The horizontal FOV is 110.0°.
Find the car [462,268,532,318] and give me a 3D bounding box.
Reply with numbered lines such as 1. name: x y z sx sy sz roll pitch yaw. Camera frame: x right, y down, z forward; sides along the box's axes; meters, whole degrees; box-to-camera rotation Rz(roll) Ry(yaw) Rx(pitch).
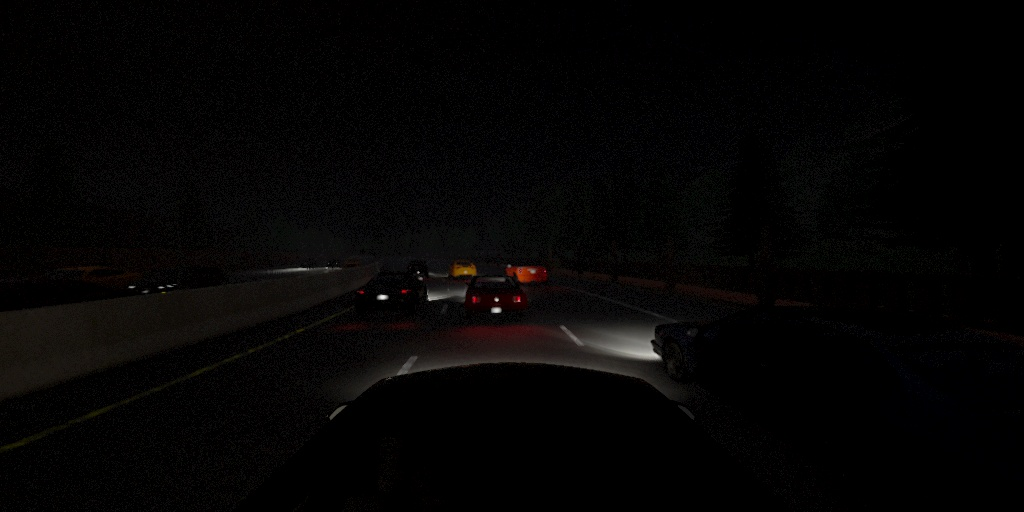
1. car: -0.700 1.293 12.735 1.895 1.301 4.718 0 0 -6

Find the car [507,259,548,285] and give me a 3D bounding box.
1. car: 0.854 0.977 24.225 2.097 1.767 4.553 0 0 -12

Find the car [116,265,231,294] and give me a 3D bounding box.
1. car: -15.738 1.224 17.321 1.837 1.490 4.892 0 0 -11

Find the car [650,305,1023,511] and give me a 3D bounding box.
1. car: 3.462 1.273 3.970 2.033 1.411 5.357 0 0 -2

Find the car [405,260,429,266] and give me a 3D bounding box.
1. car: -8.690 1.115 32.812 1.837 1.490 4.892 0 0 -17

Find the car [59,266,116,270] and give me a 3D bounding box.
1. car: -19.025 1.216 15.838 1.882 1.535 5.008 0 0 -10

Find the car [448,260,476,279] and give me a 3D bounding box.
1. car: -4.298 1.087 30.346 1.882 1.535 5.008 0 0 -16

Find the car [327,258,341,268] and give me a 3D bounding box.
1. car: -28.017 1.050 56.758 1.837 1.490 4.892 0 0 -18

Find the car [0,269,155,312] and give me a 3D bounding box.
1. car: -10.972 1.233 7.622 1.882 1.535 5.008 0 0 -5

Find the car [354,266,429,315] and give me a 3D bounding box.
1. car: -4.340 1.266 13.345 1.994 1.385 4.181 0 0 -7

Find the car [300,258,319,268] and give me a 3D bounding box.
1. car: -31.217 1.058 55.298 2.128 1.511 4.902 0 0 -18

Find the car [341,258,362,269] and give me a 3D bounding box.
1. car: -21.743 1.044 49.176 1.882 1.535 5.008 0 0 -19
